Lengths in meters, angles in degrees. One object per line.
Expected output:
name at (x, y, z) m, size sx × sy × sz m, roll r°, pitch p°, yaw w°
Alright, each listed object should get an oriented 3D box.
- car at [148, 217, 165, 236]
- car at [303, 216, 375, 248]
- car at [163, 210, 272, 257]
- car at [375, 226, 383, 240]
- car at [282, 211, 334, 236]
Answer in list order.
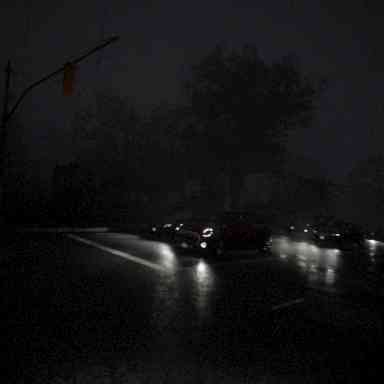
car at (-0.073, 1.658, 17.314) m, size 4.674 × 1.442 × 1.812 m, roll 6°, pitch -1°, yaw -43°
car at (9.598, 2.709, 21.570) m, size 4.902 × 1.511 × 2.128 m, roll 8°, pitch -2°, yaw -43°
car at (1.400, 1.569, 13.889) m, size 4.553 × 1.767 × 2.097 m, roll 6°, pitch -1°, yaw -43°
car at (19.215, 4.298, 35.330) m, size 4.674 × 1.442 × 1.812 m, roll 8°, pitch -2°, yaw -43°
car at (9.376, 2.560, 26.131) m, size 5.566 × 2.045 × 2.150 m, roll 8°, pitch -3°, yaw -43°
